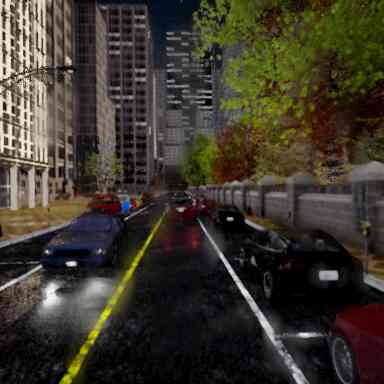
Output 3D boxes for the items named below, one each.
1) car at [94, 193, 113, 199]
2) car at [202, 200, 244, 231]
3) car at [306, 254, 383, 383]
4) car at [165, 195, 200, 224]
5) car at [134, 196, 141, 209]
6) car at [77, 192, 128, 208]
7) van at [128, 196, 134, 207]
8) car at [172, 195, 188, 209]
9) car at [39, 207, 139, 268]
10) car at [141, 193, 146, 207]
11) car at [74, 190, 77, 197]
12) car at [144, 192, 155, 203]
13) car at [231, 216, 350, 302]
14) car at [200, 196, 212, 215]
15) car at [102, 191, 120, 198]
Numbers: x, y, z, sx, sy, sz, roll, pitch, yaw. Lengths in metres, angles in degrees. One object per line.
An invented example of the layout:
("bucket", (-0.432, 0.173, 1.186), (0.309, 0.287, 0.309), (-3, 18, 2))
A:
("car", (-20.835, 0.869, 78.358), (4.206, 1.307, 1.802), (0, 0, -1))
("car", (1.864, 1.381, 18.974), (1.947, 1.339, 4.313), (-1, 1, -2))
("car", (2.524, 1.537, 2.338), (1.802, 1.307, 4.206), (-1, 1, -2))
("car", (-0.774, 1.154, 23.037), (2.097, 1.767, 4.553), (-1, 0, -2))
("car", (-6.818, 1.330, 35.374), (1.802, 1.307, 4.206), (-1, 1, -2))
("car", (-6.381, 1.159, 24.299), (2.192, 1.841, 5.009), (-1, 1, -2))
("van", (-6.600, 1.137, 29.836), (1.690, 1.788, 3.998), (-1, 1, -2))
("car", (-1.496, 1.150, 41.089), (1.837, 1.490, 4.892), (-1, 0, -2))
("car", (-3.250, 1.477, 11.371), (2.033, 1.411, 5.357), (-1, 1, -2))
("car", (-7.031, 1.226, 40.740), (1.752, 1.417, 4.829), (-1, 1, -2))
("car", (-32.055, 0.506, 86.022), (5.009, 1.841, 2.192), (0, 0, -1))
("car", (-7.554, 0.867, 57.522), (2.192, 1.841, 5.009), (-1, 1, -2))
("car", (2.304, 1.474, 7.883), (1.947, 1.339, 4.313), (-1, 1, -2))
("car", (1.424, 1.301, 30.064), (1.802, 1.307, 4.206), (-1, 1, -2))
("car", (-21.003, 0.657, 86.236), (4.097, 1.590, 1.967), (0, 0, -1))
